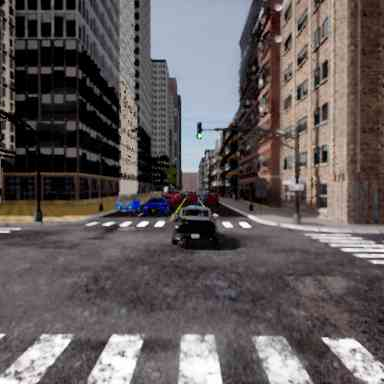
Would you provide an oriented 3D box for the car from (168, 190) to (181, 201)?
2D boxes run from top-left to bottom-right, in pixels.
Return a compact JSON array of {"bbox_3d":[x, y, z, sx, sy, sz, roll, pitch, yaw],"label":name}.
[{"bbox_3d":[-3.031,0.694,55.156,2.150,2.045,5.566,0,0,1],"label":"car"}]

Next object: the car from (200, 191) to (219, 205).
[{"bbox_3d":[2.688,0.866,46.579,2.192,1.841,5.009,0,1,0],"label":"car"}]

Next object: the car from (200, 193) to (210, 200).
[{"bbox_3d":[2.688,0.896,68.783,2.008,1.369,4.403,0,1,0],"label":"car"}]

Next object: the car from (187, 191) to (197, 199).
[{"bbox_3d":[0.001,0.667,69.425,1.882,1.535,5.008,0,1,0],"label":"car"}]

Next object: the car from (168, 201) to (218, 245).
[{"bbox_3d":[0.127,1.383,14.977,1.837,1.490,4.892,1,1,0],"label":"car"}]

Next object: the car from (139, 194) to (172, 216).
[{"bbox_3d":[-3.089,1.192,29.208,1.882,1.535,5.008,0,1,0],"label":"car"}]

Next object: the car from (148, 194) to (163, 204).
[{"bbox_3d":[-5.692,1.026,51.960,1.752,1.417,4.829,0,1,0],"label":"car"}]

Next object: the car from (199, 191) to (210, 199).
[{"bbox_3d":[2.687,0.610,74.331,2.192,1.841,5.009,0,1,0],"label":"car"}]

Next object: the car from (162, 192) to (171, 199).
[{"bbox_3d":[-5.693,0.822,74.162,1.752,1.417,4.829,0,1,0],"label":"car"}]

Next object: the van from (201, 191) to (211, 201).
[{"bbox_3d":[2.688,0.737,63.231,1.690,1.788,3.998,0,1,0],"label":"van"}]

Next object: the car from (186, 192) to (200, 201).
[{"bbox_3d":[0.003,0.995,59.422,1.994,1.385,4.181,0,1,0],"label":"car"}]

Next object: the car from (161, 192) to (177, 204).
[{"bbox_3d":[-3.082,1.098,39.228,1.882,1.535,5.008,0,1,0],"label":"car"}]

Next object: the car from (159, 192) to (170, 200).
[{"bbox_3d":[-5.693,0.785,68.781,1.967,1.590,4.097,0,1,0],"label":"car"}]

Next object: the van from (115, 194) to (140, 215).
[{"bbox_3d":[-5.692,1.049,29.925,1.690,1.788,3.998,0,1,0],"label":"van"}]
